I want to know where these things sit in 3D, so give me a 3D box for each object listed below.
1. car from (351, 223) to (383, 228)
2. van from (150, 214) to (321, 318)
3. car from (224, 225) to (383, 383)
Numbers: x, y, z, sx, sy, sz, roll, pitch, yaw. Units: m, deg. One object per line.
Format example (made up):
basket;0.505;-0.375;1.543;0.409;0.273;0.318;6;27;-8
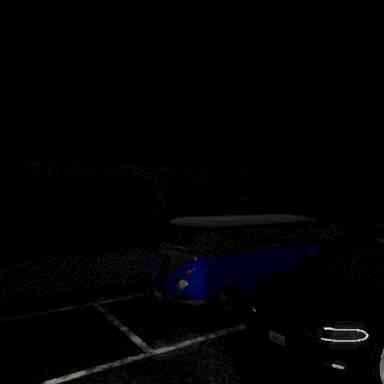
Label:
car;5.680;1.678;10.310;4.313;1.339;1.947;1;-1;-34
van;1.126;1.392;7.229;3.998;1.788;1.690;1;-1;-34
car;3.107;1.537;5.467;5.008;1.535;1.882;1;0;-34
